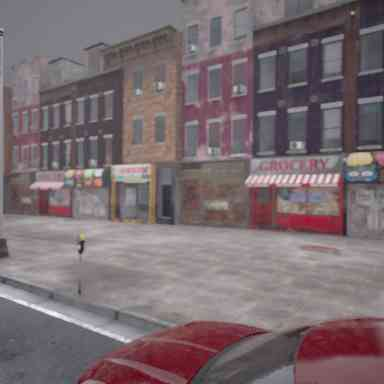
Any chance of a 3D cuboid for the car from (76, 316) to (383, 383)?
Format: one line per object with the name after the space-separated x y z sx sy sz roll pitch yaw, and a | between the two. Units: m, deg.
1.105 1.545 2.008 4.507 1.381 1.887 0 1 36 | car
